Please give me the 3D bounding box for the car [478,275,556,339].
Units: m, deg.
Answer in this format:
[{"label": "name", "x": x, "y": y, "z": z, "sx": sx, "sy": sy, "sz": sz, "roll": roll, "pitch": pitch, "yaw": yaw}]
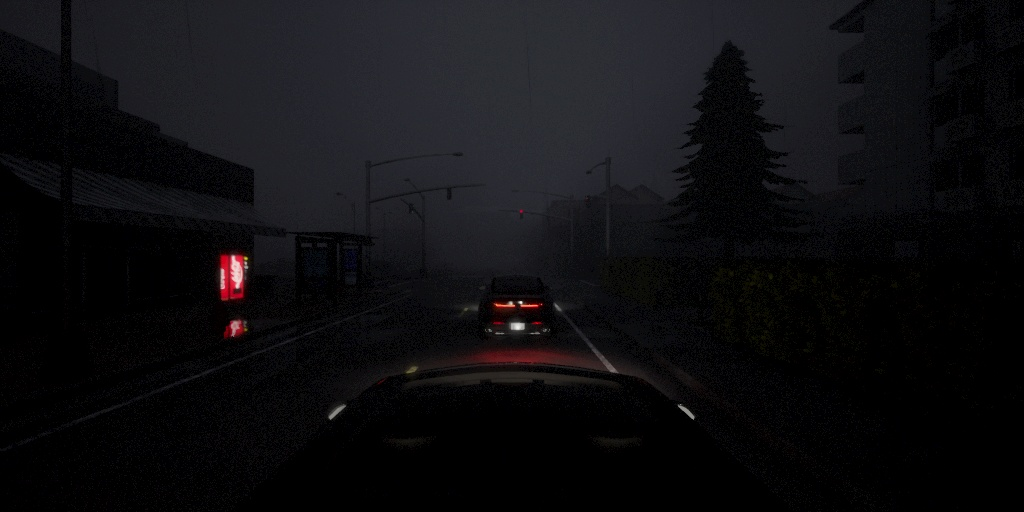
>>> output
[{"label": "car", "x": 0.117, "y": 1.255, "z": 10.062, "sx": 1.837, "sy": 1.490, "sz": 4.892, "roll": 0, "pitch": 0, "yaw": 0}]
